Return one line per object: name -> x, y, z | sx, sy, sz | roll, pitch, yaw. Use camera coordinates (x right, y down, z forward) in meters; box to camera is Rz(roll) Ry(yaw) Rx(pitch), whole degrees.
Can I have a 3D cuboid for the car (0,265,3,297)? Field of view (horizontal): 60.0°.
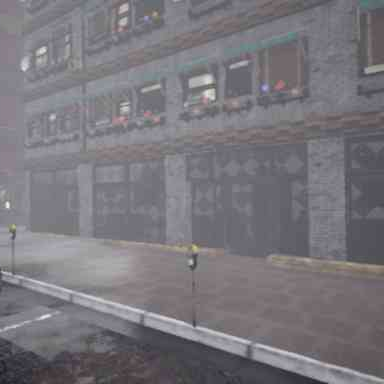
car -> -5.585, 1.555, 6.878 | 4.403, 1.369, 2.008 | 0, -1, 36
